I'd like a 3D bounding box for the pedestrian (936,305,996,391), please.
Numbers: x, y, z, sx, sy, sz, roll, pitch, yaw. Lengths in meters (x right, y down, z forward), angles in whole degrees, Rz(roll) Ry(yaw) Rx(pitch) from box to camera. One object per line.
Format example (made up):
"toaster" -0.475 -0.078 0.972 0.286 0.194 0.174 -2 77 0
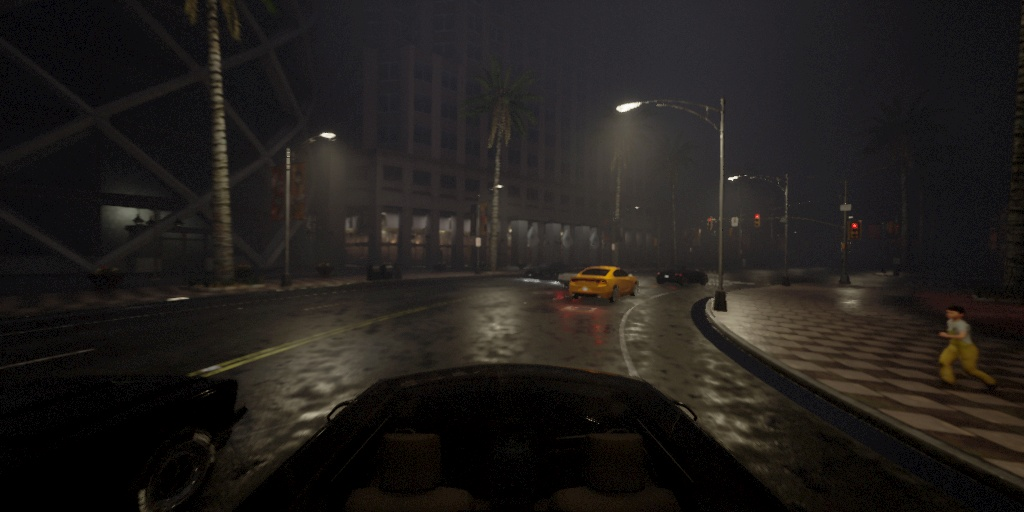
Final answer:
"pedestrian" 6.421 1.238 5.115 0.375 1.300 0.375 1 0 8

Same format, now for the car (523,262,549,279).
"car" 3.517 1.224 31.692 5.357 1.411 2.033 1 0 -41

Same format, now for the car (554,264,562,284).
"car" 5.015 1.329 23.048 1.895 1.301 4.718 1 0 41

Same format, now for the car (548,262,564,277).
"car" 5.723 1.262 28.987 5.357 1.411 2.033 1 0 -41

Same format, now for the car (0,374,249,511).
"car" -3.373 1.311 1.160 1.895 1.301 4.718 1 0 0

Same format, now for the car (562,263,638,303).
"car" 4.451 1.223 16.935 1.882 1.535 5.008 1 0 35

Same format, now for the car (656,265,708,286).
"car" 12.217 1.372 25.718 4.181 1.385 1.994 1 0 -36
